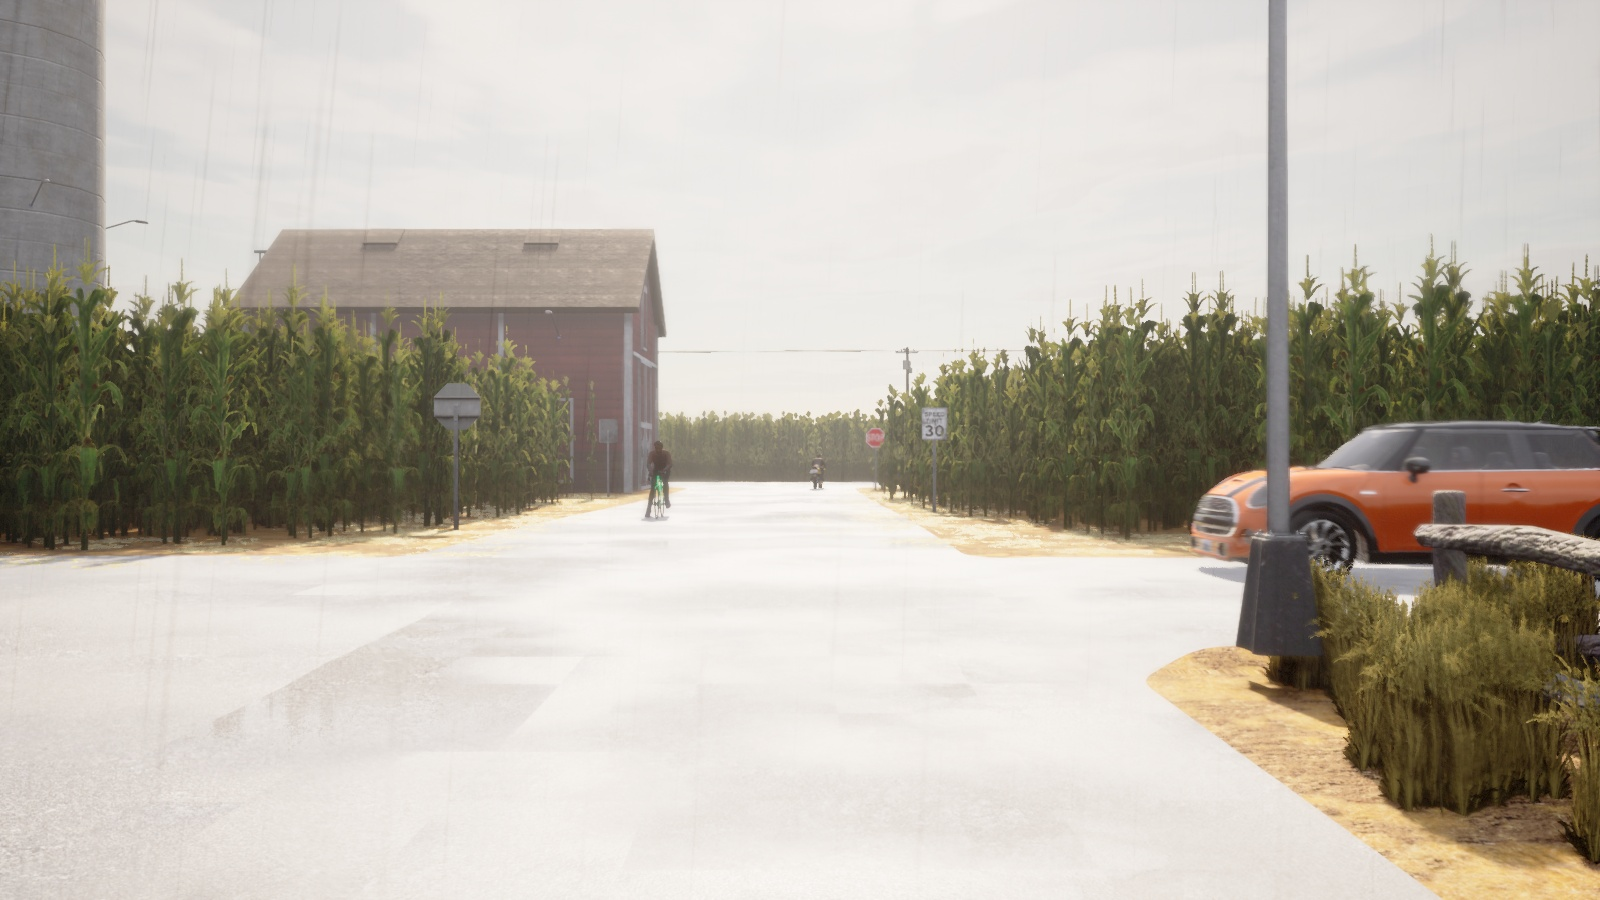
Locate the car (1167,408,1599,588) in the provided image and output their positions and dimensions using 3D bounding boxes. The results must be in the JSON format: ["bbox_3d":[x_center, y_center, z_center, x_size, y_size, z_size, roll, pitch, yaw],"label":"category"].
[{"bbox_3d":[6.571,0.484,13.637,4.553,1.767,2.097,1,0,1],"label":"car"}]

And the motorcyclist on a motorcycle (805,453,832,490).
[{"bbox_3d":[0.793,0.904,53.575,0.797,1.523,2.044,1,0,11],"label":"motorcyclist on a motorcycle"}]

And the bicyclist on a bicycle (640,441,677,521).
[{"bbox_3d":[-2.945,0.627,26.313,0.582,1.620,1.656,0,0,0],"label":"bicyclist on a bicycle"}]
